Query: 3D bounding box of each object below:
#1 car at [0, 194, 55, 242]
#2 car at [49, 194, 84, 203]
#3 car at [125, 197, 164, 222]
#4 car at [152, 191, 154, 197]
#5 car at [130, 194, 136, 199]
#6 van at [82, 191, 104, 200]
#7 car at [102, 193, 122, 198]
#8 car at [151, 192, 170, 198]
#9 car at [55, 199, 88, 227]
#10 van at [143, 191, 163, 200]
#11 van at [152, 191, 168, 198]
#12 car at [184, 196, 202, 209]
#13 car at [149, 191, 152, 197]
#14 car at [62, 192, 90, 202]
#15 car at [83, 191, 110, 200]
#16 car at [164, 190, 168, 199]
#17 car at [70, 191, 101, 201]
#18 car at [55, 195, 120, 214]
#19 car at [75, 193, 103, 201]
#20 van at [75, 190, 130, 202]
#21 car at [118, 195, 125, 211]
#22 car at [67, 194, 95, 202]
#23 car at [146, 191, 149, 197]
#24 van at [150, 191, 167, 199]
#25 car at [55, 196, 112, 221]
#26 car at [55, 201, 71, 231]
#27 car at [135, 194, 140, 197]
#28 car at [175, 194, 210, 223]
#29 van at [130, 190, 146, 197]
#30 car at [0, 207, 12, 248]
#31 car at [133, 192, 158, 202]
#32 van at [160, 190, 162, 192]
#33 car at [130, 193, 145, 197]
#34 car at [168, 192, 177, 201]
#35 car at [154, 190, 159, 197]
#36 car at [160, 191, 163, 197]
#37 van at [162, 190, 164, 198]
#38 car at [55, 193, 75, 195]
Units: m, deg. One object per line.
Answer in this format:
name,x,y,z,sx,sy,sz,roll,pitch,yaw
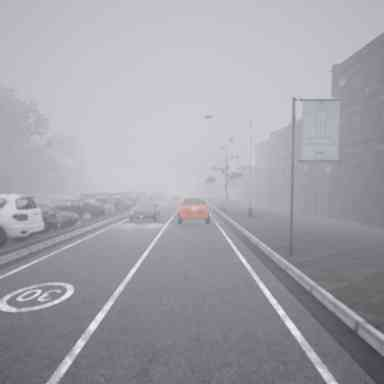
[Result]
car,-8.879,1.110,13.309,5.566,2.045,2.435,0,0,0
car,-21.778,1.133,57.752,5.366,1.575,1.946,0,0,0
car,-3.333,1.345,24.237,1.812,1.442,4.674,0,0,0
car,-8.848,1.033,52.553,4.553,1.767,2.185,0,0,0
car,-8.838,1.264,35.734,4.792,1.488,2.163,0,0,0
van,-22.092,0.835,74.404,4.442,1.987,1.878,0,0,0
car,-21.982,0.932,91.065,5.008,1.535,2.097,0,1,0
car,-8.905,0.891,94.611,5.008,1.535,2.097,0,1,0
car,-8.826,1.349,18.916,4.792,1.488,2.163,0,0,0
van,-9.014,0.819,77.780,4.442,1.987,1.878,0,0,0
van,-8.791,0.698,91.801,4.442,1.987,1.878,0,1,0
car,0.127,1.281,41.697,2.033,1.411,5.357,0,0,0
car,-8.846,1.045,49.749,4.553,1.767,2.185,0,0,0
car,-21.998,0.985,63.302,4.553,1.767,2.185,0,0,0
car,-22.006,0.797,77.180,5.566,2.045,2.435,0,0,0
car,-8.868,0.807,74.979,5.566,2.045,2.435,0,0,0
car,-22.000,0.834,68.854,5.566,2.045,2.435,0,0,0
car,-9.047,1.269,27.324,5.366,1.575,1.946,0,0,0
car,-22.159,1.070,71.631,5.366,1.575,1.946,0,0,0
van,-8.748,1.021,32.929,4.442,1.987,1.878,0,0,0
car,-8.892,1.289,30.127,4.792,1.488,2.163,0,0,0
car,-21.940,1.128,66.080,4.792,1.488,2.163,0,0,0
car,-8.907,1.058,46.946,4.553,1.767,2.185,0,0,0
van,-9.022,0.728,89.000,4.442,1.987,1.878,0,1,0
car,-8.854,1.285,24.524,5.008,1.535,2.097,0,0,0
car,-8.848,1.340,16.118,4.892,1.521,2.231,0,0,0
car,-8.840,1.251,38.537,4.792,1.488,2.163,0,0,0
car,0.118,1.175,23.797,2.097,1.767,4.553,0,0,0
van,-8.757,0.970,44.142,4.442,1.987,1.878,0,0,0
car,-8.843,1.382,10.508,5.008,1.535,2.097,0,0,0
car,-8.919,0.983,63.766,4.553,1.767,2.185,0,0,0
van,-9.008,0.857,69.372,4.442,1.987,1.878,0,0,0
car,-8.866,1.209,41.340,5.008,1.535,2.097,0,0,0
car,-3.214,1.167,66.522,1.994,1.385,4.181,0,0,0
car,-8.853,0.895,55.355,5.566,2.045,2.435,0,0,0
car,-8.883,1.097,66.569,4.892,1.521,2.231,0,0,0
van,-9.010,0.845,72.175,4.442,1.987,1.878,0,0,0
car,-21.967,1.149,54.975,4.892,1.521,2.231,0,0,0
